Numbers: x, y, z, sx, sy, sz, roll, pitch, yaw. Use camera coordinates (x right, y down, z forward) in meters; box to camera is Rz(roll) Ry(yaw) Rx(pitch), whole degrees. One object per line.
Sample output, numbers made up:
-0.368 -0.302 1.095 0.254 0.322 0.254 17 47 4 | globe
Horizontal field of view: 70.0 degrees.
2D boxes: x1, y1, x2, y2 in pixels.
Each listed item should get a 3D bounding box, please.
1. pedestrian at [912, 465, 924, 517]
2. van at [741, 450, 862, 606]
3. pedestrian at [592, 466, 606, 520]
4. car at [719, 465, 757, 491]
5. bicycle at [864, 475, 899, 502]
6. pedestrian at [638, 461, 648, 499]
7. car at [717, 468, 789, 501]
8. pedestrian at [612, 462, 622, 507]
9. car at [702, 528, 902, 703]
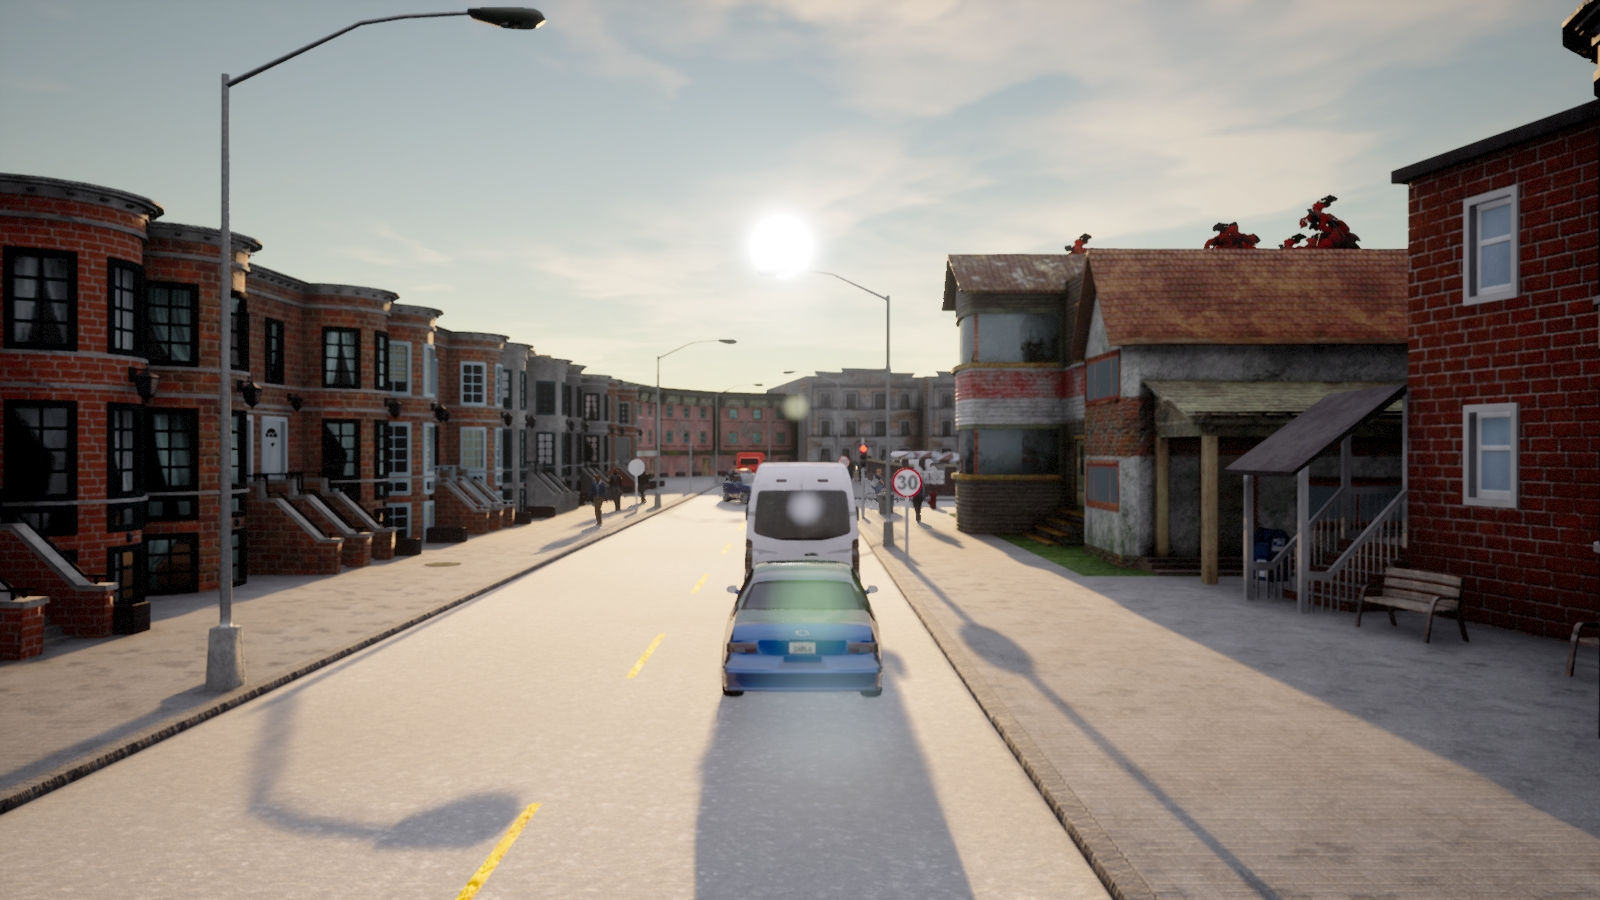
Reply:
4.238 1.464 41.024 0.375 1.860 0.375 0 0 0 | pedestrian
0.035 1.282 21.732 1.988 2.561 5.915 0 0 0 | van
-6.889 1.468 39.156 0.375 1.860 0.375 0 0 12 | pedestrian
-3.892 1.723 72.457 2.128 1.511 4.902 0 0 0 | car
3.918 1.856 54.998 1.643 1.296 0.373 0 0 10 | bicycle
-7.662 1.446 55.759 0.375 1.860 0.375 0 0 10 | pedestrian
-2.470 1.730 58.320 2.097 1.535 5.006 0 0 -22 | car
-7.743 1.454 48.321 0.375 1.860 0.375 0 0 1 | pedestrian
0.025 1.864 14.280 2.033 1.411 5.357 0 0 0 | car
